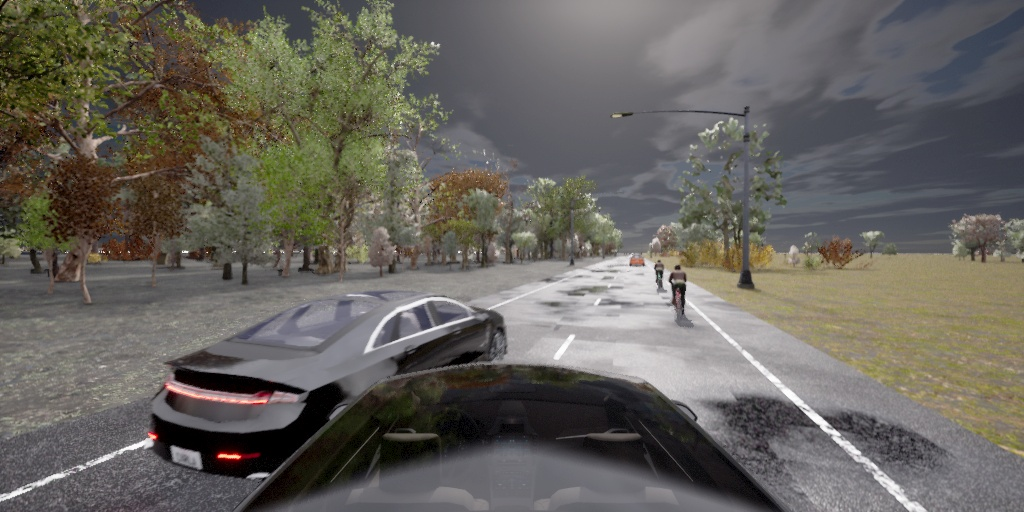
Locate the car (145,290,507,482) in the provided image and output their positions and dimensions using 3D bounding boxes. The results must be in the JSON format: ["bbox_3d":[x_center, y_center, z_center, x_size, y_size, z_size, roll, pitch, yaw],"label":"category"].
[{"bbox_3d":[-1.566,1.211,4.874,2.128,1.511,4.902,0,1,19],"label":"car"}]

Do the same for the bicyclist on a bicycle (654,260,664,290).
[{"bbox_3d":[8.077,1.025,19.666,0.582,1.620,1.656,0,0,19],"label":"bicyclist on a bicycle"}]

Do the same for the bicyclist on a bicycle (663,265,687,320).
[{"bbox_3d":[5.194,1.108,11.197,0.582,1.620,1.656,0,0,19],"label":"bicyclist on a bicycle"}]

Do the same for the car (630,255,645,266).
[{"bbox_3d":[19.361,0.577,55.509,2.097,1.767,4.553,0,1,19],"label":"car"}]
